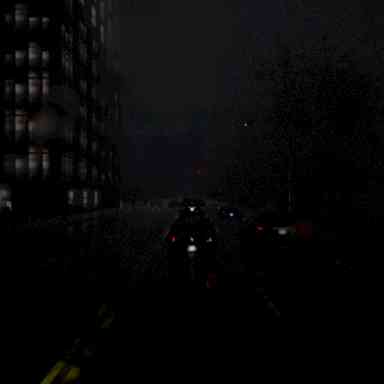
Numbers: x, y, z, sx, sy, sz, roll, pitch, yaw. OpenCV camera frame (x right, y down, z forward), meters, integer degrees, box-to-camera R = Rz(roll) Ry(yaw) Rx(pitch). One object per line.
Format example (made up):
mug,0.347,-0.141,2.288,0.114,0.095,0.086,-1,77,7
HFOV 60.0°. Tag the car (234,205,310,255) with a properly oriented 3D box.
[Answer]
car,3.257,1.484,14.073,2.097,1.767,4.553,0,-1,0

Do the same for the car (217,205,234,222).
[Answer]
car,3.260,1.842,29.296,1.994,1.385,4.181,0,0,0

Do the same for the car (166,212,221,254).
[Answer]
car,0.005,1.735,14.107,1.895,1.301,4.718,0,-1,0

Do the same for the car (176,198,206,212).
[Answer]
car,0.007,1.492,29.028,2.150,2.045,5.566,0,0,0

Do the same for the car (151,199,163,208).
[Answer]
car,-6.494,2.077,61.417,2.128,1.511,4.902,0,-1,0

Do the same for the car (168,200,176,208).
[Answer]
car,-3.245,2.148,61.403,1.994,1.385,4.181,0,-1,0
